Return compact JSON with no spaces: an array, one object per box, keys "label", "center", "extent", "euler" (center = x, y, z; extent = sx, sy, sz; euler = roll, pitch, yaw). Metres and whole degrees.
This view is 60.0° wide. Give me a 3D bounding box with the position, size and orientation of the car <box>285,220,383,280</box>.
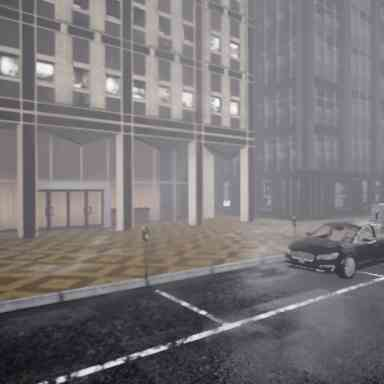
[{"label":"car","center":[4.611,1.546,9.854],"extent":[4.403,1.369,2.008],"euler":[0,0,-35]}]
